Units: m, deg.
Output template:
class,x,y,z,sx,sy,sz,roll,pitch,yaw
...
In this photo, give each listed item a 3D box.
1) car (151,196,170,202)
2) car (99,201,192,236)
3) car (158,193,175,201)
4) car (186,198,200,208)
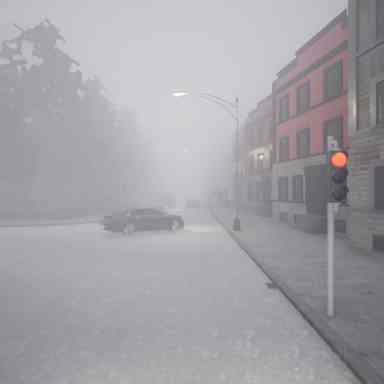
class,x,y,z,sx,sy,sz,roll,pitch,yaw
car,-4.095,1.547,39.352,2.033,1.411,5.357,0,0,0
car,-2.657,1.506,18.384,4.892,1.490,1.837,0,2,-39
car,-4.088,1.221,49.539,2.150,2.045,5.566,0,0,0
car,0.107,1.564,47.160,1.994,1.385,4.181,0,0,0
